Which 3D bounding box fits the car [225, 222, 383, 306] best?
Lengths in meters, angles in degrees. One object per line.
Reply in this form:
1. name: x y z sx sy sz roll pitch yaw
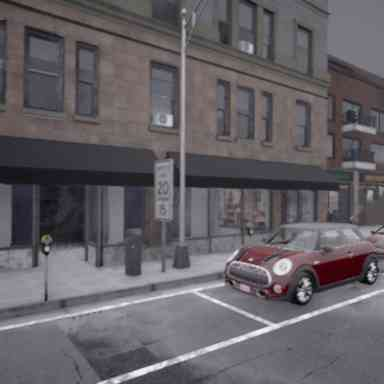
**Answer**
1. car: 2.739 1.509 8.145 4.097 1.590 1.967 1 0 -36
